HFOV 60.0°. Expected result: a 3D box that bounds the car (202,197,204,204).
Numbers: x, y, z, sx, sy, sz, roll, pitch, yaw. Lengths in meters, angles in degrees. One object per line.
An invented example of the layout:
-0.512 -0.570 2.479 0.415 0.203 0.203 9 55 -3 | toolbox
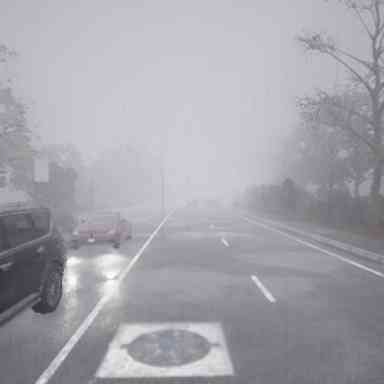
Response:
1.829 1.905 76.238 2.128 1.511 4.902 0 0 12 | car

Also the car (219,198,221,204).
5.430 1.790 76.422 2.097 1.767 4.553 0 0 12 | car

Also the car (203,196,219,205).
3.857 1.978 66.367 1.895 1.301 4.718 0 0 7 | car

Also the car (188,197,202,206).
0.271 1.930 65.720 2.033 1.411 5.357 0 0 7 | car

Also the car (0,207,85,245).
-7.391 1.614 17.182 2.033 1.411 5.357 0 0 -1 | car

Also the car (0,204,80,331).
-3.663 1.240 4.793 2.150 2.045 5.566 0 0 -1 | car

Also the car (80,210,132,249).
-3.849 1.571 14.917 1.812 1.442 4.674 0 0 -1 | car
